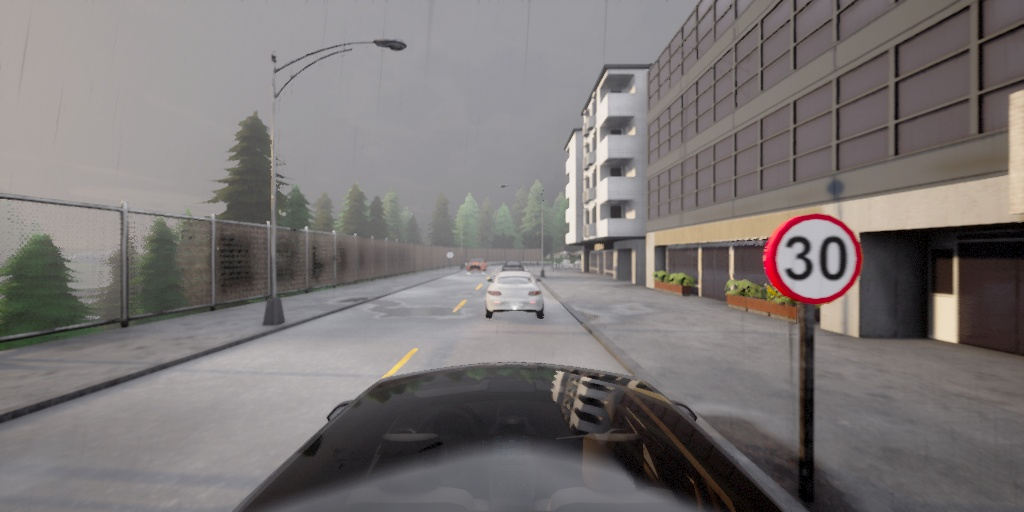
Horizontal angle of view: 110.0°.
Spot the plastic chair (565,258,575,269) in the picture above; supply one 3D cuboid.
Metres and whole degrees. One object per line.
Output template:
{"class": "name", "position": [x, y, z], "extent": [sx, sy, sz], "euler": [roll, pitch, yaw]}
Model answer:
{"class": "plastic chair", "position": [7.770, 1.122, 48.108], "extent": [0.730, 1.272, 0.750], "euler": [0, 0, 10]}

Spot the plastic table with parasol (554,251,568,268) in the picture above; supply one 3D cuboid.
{"class": "plastic table with parasol", "position": [7.788, 0.504, 52.228], "extent": [2.482, 2.480, 2.482], "euler": [0, 0, 0]}

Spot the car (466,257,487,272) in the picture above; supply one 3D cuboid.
{"class": "car", "position": [-4.091, 0.965, 42.122], "extent": [2.097, 1.767, 4.553], "euler": [0, 0, 0]}

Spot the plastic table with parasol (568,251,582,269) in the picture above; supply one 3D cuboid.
{"class": "plastic table with parasol", "position": [9.249, 0.519, 47.919], "extent": [2.482, 2.480, 2.482], "euler": [0, 0, 0]}

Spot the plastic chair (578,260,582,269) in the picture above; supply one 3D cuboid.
{"class": "plastic chair", "position": [9.261, 1.128, 46.489], "extent": [0.750, 1.272, 0.730], "euler": [0, 0, 10]}

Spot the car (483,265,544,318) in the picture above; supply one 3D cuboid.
{"class": "car", "position": [0.088, 1.238, 12.745], "extent": [1.812, 1.442, 4.674], "euler": [0, 0, 0]}

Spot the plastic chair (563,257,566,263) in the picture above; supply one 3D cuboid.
{"class": "plastic chair", "position": [8.009, 1.113, 50.818], "extent": [0.750, 1.272, 0.730], "euler": [0, 0, 10]}

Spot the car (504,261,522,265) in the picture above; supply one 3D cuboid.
{"class": "car", "position": [0.098, 1.144, 30.307], "extent": [2.128, 1.511, 4.902], "euler": [0, 0, 0]}
